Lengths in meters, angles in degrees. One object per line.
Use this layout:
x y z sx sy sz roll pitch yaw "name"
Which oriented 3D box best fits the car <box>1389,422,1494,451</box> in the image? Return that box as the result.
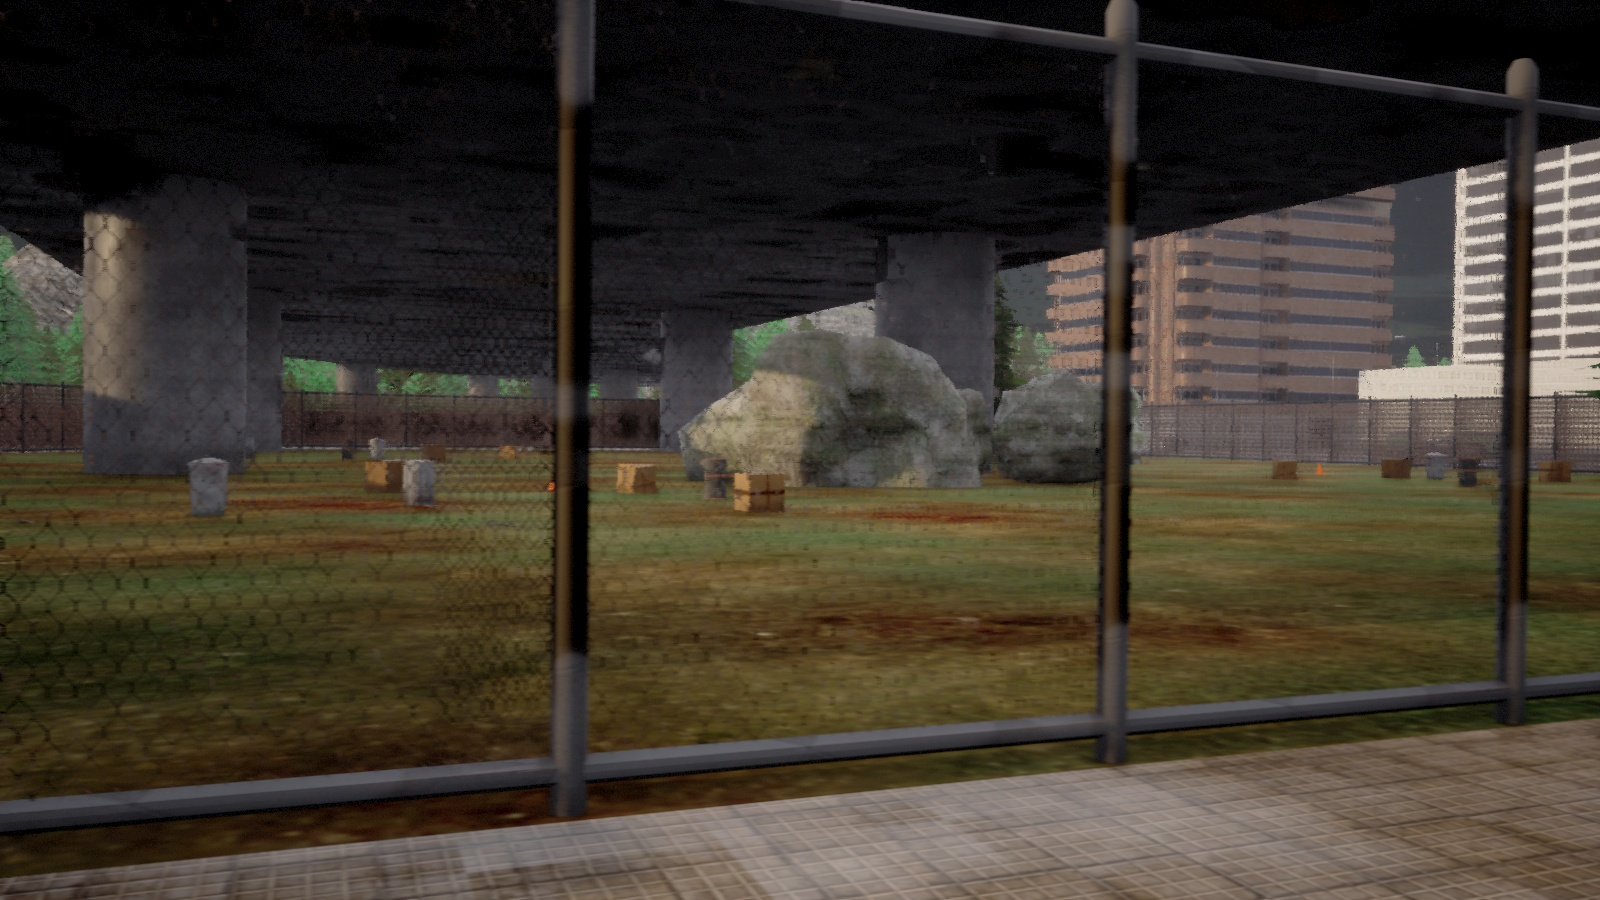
34.732 -0.749 68.124 2.128 1.511 4.902 -1 1 -21 "car"
